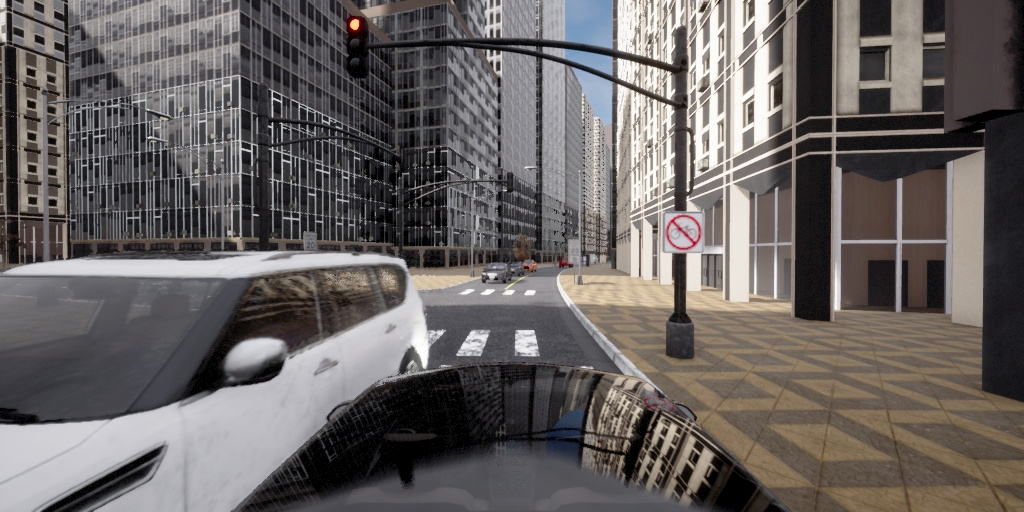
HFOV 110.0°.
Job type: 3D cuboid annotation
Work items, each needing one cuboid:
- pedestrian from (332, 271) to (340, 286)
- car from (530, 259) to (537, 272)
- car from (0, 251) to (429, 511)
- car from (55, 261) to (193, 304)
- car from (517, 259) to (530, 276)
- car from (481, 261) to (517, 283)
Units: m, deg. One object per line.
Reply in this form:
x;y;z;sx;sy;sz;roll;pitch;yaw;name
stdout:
-9.523;0.716;19.442;0.375;1.860;0.375;0;0;16;pedestrian
2.008;1.220;47.435;2.097;1.767;4.553;0;0;12;car
-2.315;0.970;2.675;2.150;2.045;5.566;0;0;4;car
-16.665;1.038;15.440;4.902;1.511;2.128;1;1;17;car
0.229;1.311;37.657;2.128;1.511;4.902;0;0;9;car
-1.117;1.276;28.175;2.128;1.511;4.902;0;0;7;car
